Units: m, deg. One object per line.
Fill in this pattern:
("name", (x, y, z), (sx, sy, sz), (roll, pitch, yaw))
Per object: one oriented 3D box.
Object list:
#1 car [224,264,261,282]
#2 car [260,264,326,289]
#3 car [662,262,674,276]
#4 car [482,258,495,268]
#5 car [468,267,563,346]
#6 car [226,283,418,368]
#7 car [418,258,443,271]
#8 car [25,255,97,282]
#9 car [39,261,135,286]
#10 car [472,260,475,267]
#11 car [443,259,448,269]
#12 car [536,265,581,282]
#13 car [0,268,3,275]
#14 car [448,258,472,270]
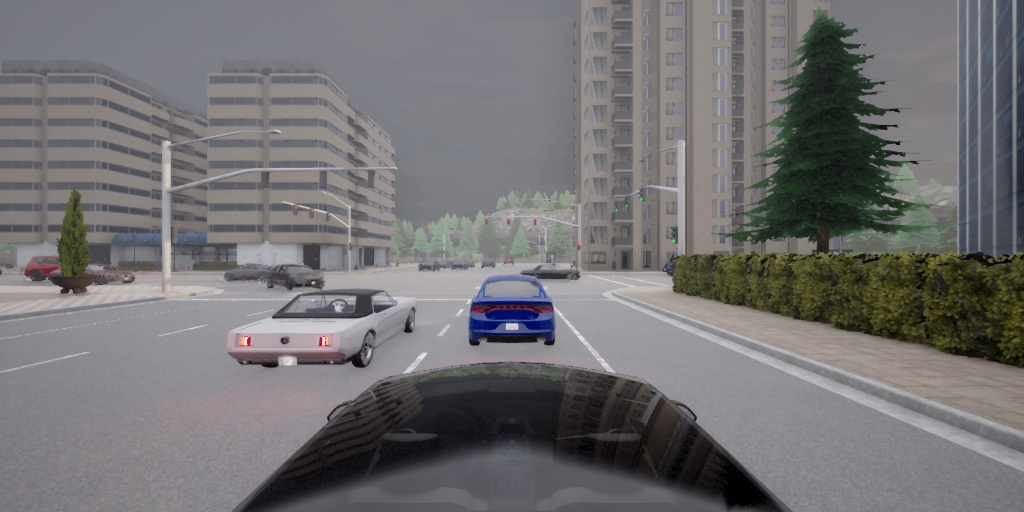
("car", (-20.105, 1.324, 28.282), (4.181, 1.385, 1.994), (0, 0, 0))
("car", (-13.007, 1.262, 21.570), (4.892, 1.490, 1.837), (0, -2, 38))
("car", (17.894, 0.983, 35.436), (5.566, 2.045, 2.150), (0, 0, 0))
("car", (-3.952, 1.123, 61.110), (2.097, 1.767, 4.553), (0, 0, 0))
("car", (-0.004, 1.230, 9.489), (1.882, 1.535, 5.008), (0, 0, 0))
("car", (-3.496, 1.353, 7.824), (1.895, 1.301, 4.718), (0, 0, 0))
("car", (-11.009, 1.118, 47.900), (2.097, 1.767, 4.553), (0, 0, 0))
("car", (-34.589, 0.980, 28.287), (5.566, 2.045, 2.150), (0, 0, -1))
("car", (-28.992, 1.285, 24.793), (4.674, 1.442, 1.812), (0, 0, 0))
("car", (-7.607, 1.318, 62.560), (2.033, 1.411, 5.357), (0, 0, 1))
("car", (-11.081, 1.274, 56.985), (1.837, 1.490, 4.892), (0, 0, 0))
("car", (3.034, 1.360, 28.253), (4.718, 1.301, 1.895), (0, 0, 0))
("car", (-53.614, 1.326, 35.518), (4.181, 1.385, 1.994), (0, 0, 0))
("car", (-7.544, 1.119, 52.118), (2.097, 1.767, 4.553), (0, 0, 0))
